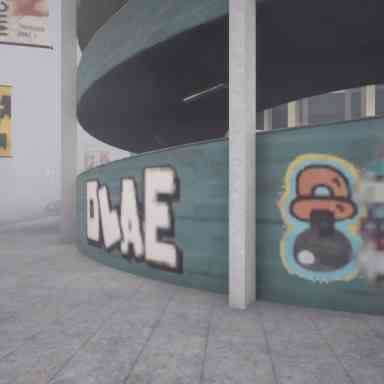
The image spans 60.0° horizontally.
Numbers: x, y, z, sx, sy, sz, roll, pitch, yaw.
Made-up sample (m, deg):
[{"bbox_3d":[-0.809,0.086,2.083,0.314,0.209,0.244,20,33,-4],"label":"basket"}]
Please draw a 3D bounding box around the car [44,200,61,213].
[{"bbox_3d":[-14.765,1.569,37.515,1.994,1.385,4.181,0,0,6],"label":"car"}]
